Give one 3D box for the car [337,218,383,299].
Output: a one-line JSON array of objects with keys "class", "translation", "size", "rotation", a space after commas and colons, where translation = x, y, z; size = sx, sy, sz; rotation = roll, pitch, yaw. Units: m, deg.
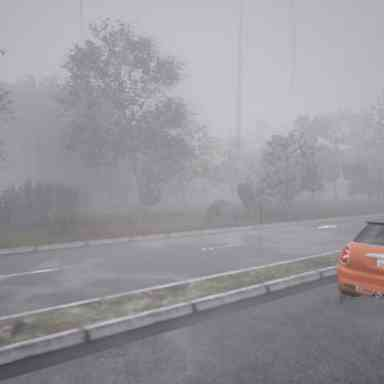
[{"class": "car", "translation": [5.170, 1.287, 7.139], "size": [4.553, 1.767, 2.097], "rotation": [-1, 0, -36]}]
